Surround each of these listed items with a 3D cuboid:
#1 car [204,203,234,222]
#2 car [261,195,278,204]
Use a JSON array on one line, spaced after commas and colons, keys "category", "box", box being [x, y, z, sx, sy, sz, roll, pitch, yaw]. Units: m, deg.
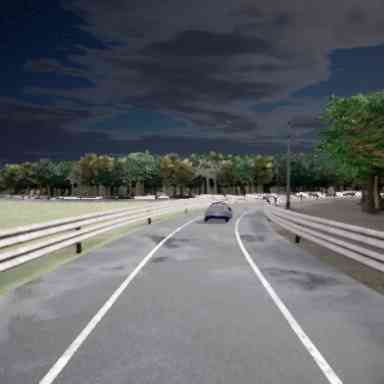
[{"category": "car", "box": [2.183, 1.515, 26.358, 1.994, 1.385, 4.181, 0, 1, 11]}, {"category": "car", "box": [13.352, 1.231, 57.010, 1.837, 1.490, 4.892, 1, 0, 30]}]
